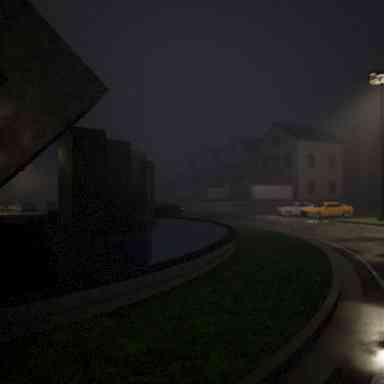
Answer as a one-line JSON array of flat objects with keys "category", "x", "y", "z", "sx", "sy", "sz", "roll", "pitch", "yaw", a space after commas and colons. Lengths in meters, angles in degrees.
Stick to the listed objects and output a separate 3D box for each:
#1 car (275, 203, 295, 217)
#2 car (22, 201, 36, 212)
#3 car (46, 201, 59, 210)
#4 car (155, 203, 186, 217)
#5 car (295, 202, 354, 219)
[{"category": "car", "x": 11.141, "y": 1.818, "z": 35.003, "sx": 4.674, "sy": 1.442, "sz": 1.812, "roll": 0, "pitch": 0, "yaw": -9}, {"category": "car", "x": -24.765, "y": 2.195, "z": 50.705, "sx": 1.882, "sy": 1.535, "sz": 5.008, "roll": 0, "pitch": -1, "yaw": -25}, {"category": "car", "x": -23.947, "y": 2.306, "z": 57.283, "sx": 1.812, "sy": 1.442, "sz": 4.674, "roll": 0, "pitch": -1, "yaw": -25}, {"category": "car", "x": -2.975, "y": 1.869, "z": 33.414, "sx": 4.902, "sy": 1.511, "sz": 2.128, "roll": -1, "pitch": -1, "yaw": 19}, {"category": "car", "x": 12.887, "y": 1.724, "z": 31.795, "sx": 5.008, "sy": 1.535, "sz": 1.882, "roll": -1, "pitch": 0, "yaw": -11}]
